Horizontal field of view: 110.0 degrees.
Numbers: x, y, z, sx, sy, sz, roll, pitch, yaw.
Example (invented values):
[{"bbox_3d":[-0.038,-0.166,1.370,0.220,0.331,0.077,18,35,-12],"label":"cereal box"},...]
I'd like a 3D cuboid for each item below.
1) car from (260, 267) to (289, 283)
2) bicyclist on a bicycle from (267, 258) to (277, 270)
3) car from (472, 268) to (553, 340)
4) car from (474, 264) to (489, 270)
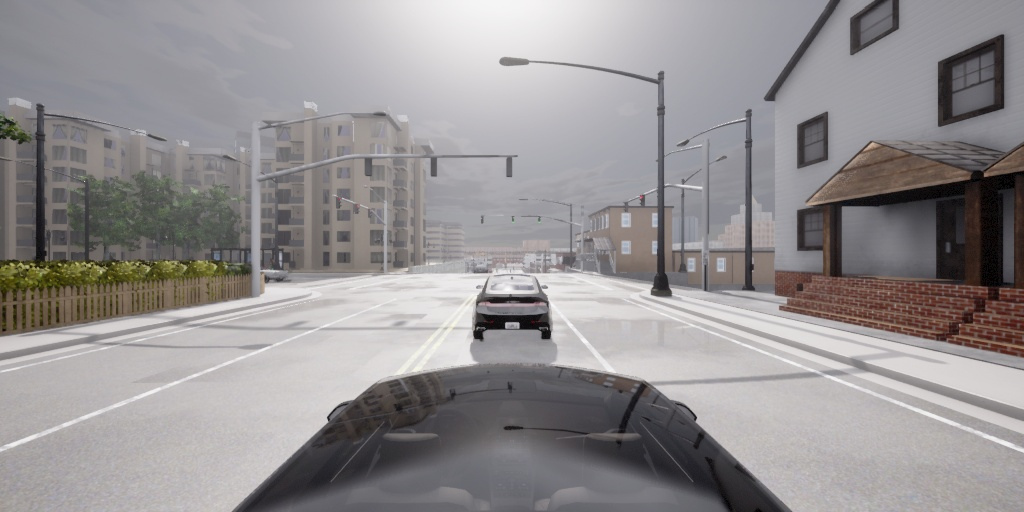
[{"bbox_3d":[-19.687,1.351,27.194,4.718,1.301,1.895,0,0,0],"label":"car"},{"bbox_3d":[-25.606,1.053,38.210,0.582,1.620,1.656,0,0,0],"label":"bicyclist on a bicycle"},{"bbox_3d":[0.002,1.242,9.922,2.128,1.511,4.902,0,0,0],"label":"car"},{"bbox_3d":[-3.982,1.774,47.305,1.812,1.442,4.674,0,-4,0],"label":"car"}]
